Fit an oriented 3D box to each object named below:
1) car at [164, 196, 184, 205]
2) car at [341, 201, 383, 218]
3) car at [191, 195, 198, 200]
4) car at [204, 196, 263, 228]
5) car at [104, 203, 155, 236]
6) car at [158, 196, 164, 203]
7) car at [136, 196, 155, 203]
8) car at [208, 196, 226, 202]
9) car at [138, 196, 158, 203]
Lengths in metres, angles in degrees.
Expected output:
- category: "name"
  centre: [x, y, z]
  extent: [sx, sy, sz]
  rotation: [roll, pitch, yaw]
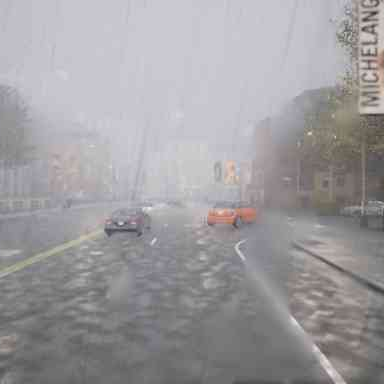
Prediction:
- category: "car"
  centre: [-2.956, 1.608, 56.536]
  extent: [1.895, 1.301, 4.718]
  rotation: [0, 0, 6]
- category: "car"
  centre: [15.543, 1.529, 29.147]
  extent: [4.674, 1.442, 1.812]
  rotation: [0, 0, 0]
- category: "car"
  centre: [2.475, 1.514, 80.641]
  extent: [1.994, 1.385, 4.181]
  rotation: [0, 0, 36]
- category: "car"
  centre: [3.023, 1.355, 22.336]
  extent: [2.097, 1.767, 4.553]
  rotation: [0, 0, 36]
- category: "car"
  centre: [-3.403, 1.550, 18.417]
  extent: [2.033, 1.411, 5.357]
  rotation: [0, 0, 0]
- category: "car"
  centre: [-4.463, 1.607, 66.969]
  extent: [1.895, 1.301, 4.718]
  rotation: [0, 0, 18]
- category: "car"
  centre: [-9.908, 1.528, 71.229]
  extent: [2.002, 1.452, 4.674]
  rotation: [0, 0, 20]
- category: "car"
  centre: [5.913, 1.605, 79.384]
  extent: [1.895, 1.301, 4.718]
  rotation: [0, 0, 39]
- category: "car"
  centre: [-6.944, 1.570, 50.978]
  extent: [1.994, 1.385, 4.181]
  rotation: [0, 0, 2]
